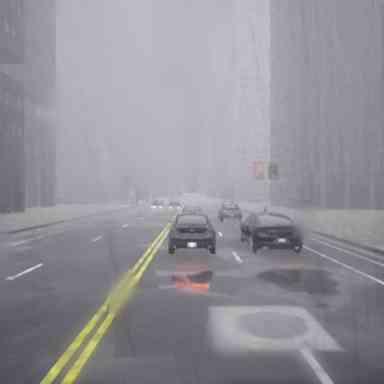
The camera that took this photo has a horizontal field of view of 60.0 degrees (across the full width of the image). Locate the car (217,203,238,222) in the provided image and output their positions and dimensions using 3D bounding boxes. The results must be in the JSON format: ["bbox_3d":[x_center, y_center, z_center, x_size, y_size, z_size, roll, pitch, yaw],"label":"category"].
[{"bbox_3d":[3.262,1.743,29.292,2.128,1.511,4.902,0,0,0],"label":"car"}]

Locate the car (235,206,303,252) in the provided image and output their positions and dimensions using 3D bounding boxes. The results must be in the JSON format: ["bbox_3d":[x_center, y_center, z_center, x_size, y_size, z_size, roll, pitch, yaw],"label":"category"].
[{"bbox_3d":[3.260,1.606,14.483,1.882,1.535,5.008,0,0,0],"label":"car"}]

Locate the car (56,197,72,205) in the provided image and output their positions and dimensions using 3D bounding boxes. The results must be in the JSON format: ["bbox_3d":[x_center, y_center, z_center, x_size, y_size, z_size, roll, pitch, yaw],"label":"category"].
[{"bbox_3d":[-30.139,2.056,76.734,5.009,1.841,2.192,0,1,0],"label":"car"}]

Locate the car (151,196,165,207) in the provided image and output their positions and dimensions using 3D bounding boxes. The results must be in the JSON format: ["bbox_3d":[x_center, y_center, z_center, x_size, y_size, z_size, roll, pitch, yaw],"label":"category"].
[{"bbox_3d":[-6.522,2.061,63.511,1.994,1.385,4.181,0,0,1],"label":"car"}]

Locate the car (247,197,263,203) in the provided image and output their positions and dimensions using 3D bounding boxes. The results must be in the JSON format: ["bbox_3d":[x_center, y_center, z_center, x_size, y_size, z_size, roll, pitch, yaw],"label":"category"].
[{"bbox_3d":[16.699,2.013,88.383,4.097,1.590,1.967,0,1,0],"label":"car"}]

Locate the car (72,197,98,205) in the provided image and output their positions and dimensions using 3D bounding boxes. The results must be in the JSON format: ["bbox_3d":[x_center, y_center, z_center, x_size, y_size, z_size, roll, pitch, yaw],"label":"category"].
[{"bbox_3d":[-24.712,2.288,76.739,4.313,1.339,1.947,0,1,0],"label":"car"}]

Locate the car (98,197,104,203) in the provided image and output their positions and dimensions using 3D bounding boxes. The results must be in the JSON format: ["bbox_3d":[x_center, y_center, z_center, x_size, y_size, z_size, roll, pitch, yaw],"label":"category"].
[{"bbox_3d":[-24.713,2.098,85.263,4.097,1.590,1.967,0,1,0],"label":"car"}]

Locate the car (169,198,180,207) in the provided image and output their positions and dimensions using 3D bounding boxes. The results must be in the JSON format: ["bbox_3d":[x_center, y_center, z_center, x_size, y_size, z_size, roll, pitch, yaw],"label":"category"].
[{"bbox_3d":[-3.275,1.973,63.209,1.882,1.535,5.008,0,0,1],"label":"car"}]

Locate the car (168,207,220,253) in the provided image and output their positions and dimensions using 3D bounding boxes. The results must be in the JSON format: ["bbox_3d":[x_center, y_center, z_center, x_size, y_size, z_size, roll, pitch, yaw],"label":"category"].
[{"bbox_3d":[0.008,1.635,14.297,1.837,1.490,4.892,0,0,0],"label":"car"}]

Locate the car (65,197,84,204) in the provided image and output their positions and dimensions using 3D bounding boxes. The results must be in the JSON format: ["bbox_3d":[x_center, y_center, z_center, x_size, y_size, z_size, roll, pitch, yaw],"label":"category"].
[{"bbox_3d":[-30.138,2.117,85.261,4.097,1.590,1.967,0,1,0],"label":"car"}]

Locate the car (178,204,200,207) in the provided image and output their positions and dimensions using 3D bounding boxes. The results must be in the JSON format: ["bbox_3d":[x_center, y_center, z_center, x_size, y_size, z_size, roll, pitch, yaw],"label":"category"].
[{"bbox_3d":[0.009,1.850,29.101,1.895,1.301,4.718,0,0,0],"label":"car"}]
